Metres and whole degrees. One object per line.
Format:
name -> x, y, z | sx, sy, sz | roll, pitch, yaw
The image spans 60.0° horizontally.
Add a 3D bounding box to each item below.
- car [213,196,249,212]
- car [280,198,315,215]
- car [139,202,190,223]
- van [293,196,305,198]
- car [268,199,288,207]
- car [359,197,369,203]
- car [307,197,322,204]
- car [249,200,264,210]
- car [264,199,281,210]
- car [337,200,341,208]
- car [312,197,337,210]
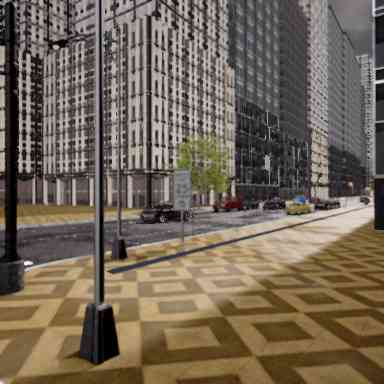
car -> 4.494, 1.460, 40.512 | 2.192, 1.841, 5.009 | 0, 0, 34
car -> 11.499, 1.654, 35.908 | 1.752, 1.417, 4.829 | 0, 0, 34
car -> -2.087, 1.583, 26.338 | 1.837, 1.490, 4.892 | 0, 0, 34
van -> 20.615, 1.571, 63.999 | 1.690, 1.788, 3.998 | 0, 0, 34
car -> 14.166, 1.781, 54.601 | 1.802, 1.307, 4.206 | 0, 0, 34
car -> 40.421, 1.829, 78.043 | 1.947, 1.339, 4.313 | 0, 0, 34
car -> 27.063, 1.803, 73.391 | 1.887, 1.381, 4.507 | 0, 0, 34
car -> 7.718, 1.730, 45.207 | 1.947, 1.339, 4.313 | 0, 0, 34
car -> 11.307, 1.731, 45.730 | 1.994, 1.385, 4.181 | 0, 0, 35
car -> 21.075, 1.733, 49.859 | 2.008, 1.369, 4.403 | 0, 0, 34
car -> 17.852, 1.731, 45.162 | 1.947, 1.339, 4.313 | 0, 0, 34
